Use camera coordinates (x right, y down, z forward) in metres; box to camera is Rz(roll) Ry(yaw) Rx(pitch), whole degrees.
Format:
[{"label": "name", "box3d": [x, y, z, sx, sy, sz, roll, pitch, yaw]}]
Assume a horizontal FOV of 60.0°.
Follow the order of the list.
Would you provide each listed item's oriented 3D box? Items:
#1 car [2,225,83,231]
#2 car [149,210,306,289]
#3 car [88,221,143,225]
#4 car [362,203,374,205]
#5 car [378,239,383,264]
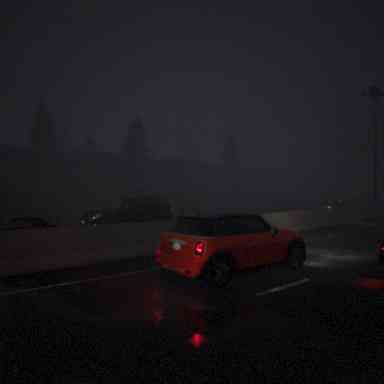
[{"label": "car", "box3d": [-6.655, 1.612, 12.296, 4.718, 1.301, 1.895, 0, 0, -38]}, {"label": "car", "box3d": [1.275, 1.357, 9.512, 4.553, 1.767, 2.097, 0, 0, -39]}, {"label": "car", "box3d": [-3.639, 1.235, 19.274, 5.566, 2.045, 2.150, 0, 0, -42]}, {"label": "car", "box3d": [22.993, 1.505, 42.416, 2.128, 1.511, 4.902, 0, 0, 42]}, {"label": "car", "box3d": [7.477, 1.549, 10.193, 5.357, 1.411, 2.033, 0, 0, -43]}]
